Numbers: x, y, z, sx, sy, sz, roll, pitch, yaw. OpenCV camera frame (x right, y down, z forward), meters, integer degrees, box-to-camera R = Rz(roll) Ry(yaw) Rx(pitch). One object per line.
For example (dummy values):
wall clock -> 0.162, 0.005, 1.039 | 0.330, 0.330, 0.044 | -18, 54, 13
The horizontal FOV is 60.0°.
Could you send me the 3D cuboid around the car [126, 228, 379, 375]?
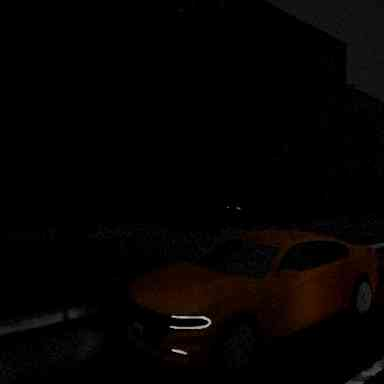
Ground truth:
car -> 1.315, 1.439, 5.737 | 5.008, 1.535, 1.882 | 0, 0, -37
